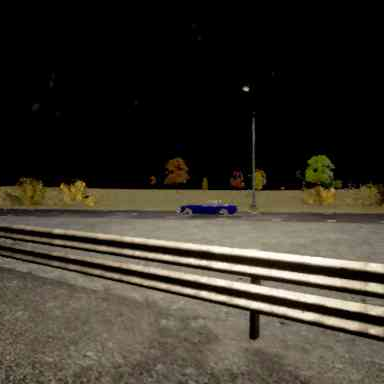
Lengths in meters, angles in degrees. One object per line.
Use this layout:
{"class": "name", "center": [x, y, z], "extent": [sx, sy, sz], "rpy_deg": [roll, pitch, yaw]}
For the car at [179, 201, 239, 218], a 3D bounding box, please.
{"class": "car", "center": [1.379, 1.355, 27.027], "extent": [4.718, 1.301, 1.895], "rpy_deg": [0, 0, 16]}
